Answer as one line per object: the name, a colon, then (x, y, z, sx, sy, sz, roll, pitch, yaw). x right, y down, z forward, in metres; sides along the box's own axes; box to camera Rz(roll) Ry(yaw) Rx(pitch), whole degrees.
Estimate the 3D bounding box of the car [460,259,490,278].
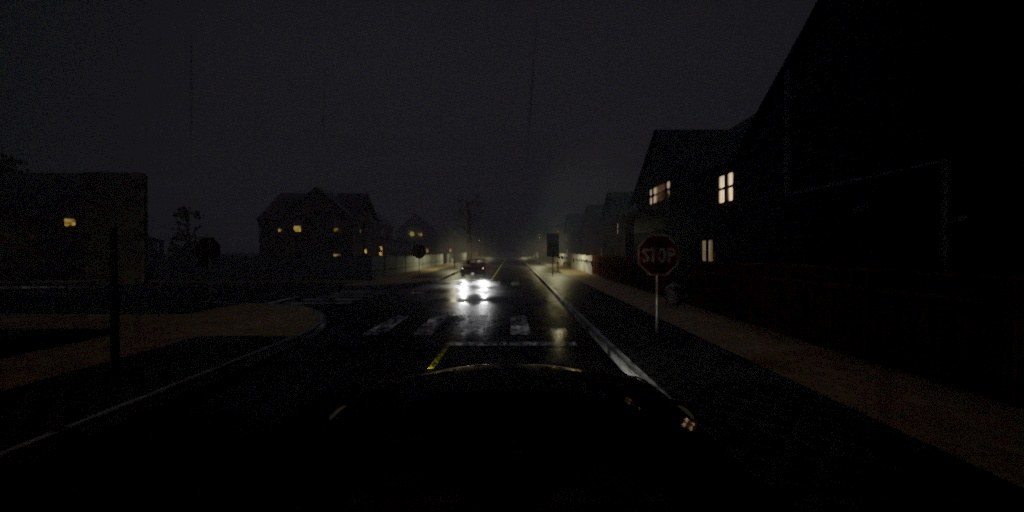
car: (-2.742, 0.885, 27.204, 1.895, 1.301, 4.718, 0, 1, 0)
